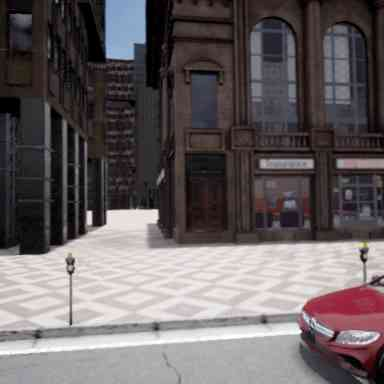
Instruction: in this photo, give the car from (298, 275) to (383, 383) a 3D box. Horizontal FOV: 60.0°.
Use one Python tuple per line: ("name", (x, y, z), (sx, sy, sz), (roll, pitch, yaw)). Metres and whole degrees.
("car", (3.687, 1.710, 4.823), (4.206, 1.307, 1.802), (-1, -2, -8))
